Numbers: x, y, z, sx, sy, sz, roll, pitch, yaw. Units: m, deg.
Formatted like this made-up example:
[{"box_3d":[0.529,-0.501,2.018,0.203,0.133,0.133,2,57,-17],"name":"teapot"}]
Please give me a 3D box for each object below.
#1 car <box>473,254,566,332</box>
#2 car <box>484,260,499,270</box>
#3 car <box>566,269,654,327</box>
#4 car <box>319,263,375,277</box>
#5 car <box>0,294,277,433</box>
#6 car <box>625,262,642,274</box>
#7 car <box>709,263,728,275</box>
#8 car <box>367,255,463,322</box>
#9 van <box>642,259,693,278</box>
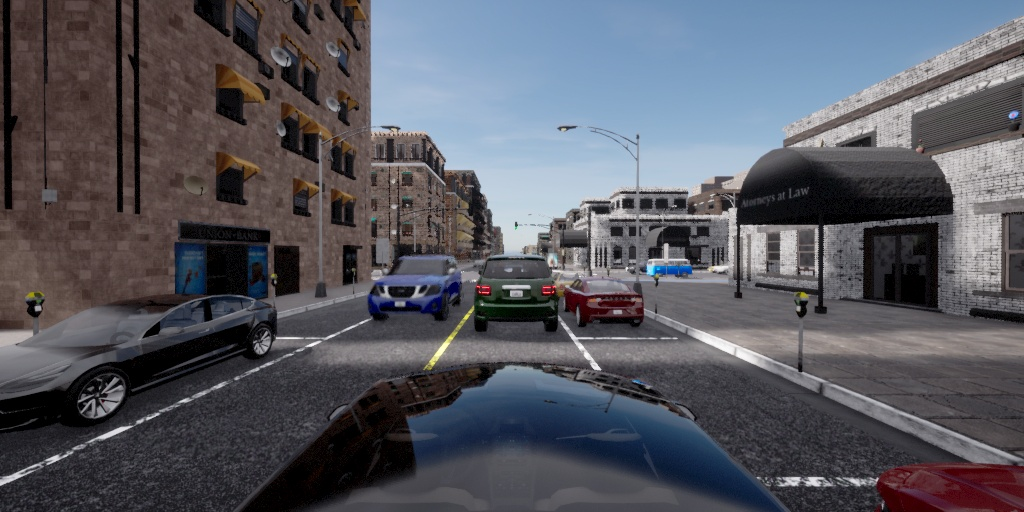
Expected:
[{"box_3d":[0.109,0.972,11.042,2.150,2.045,5.566,0,0,0],"name":"car"},{"box_3d":[-3.026,1.340,53.823,1.994,1.385,4.181,0,0,0],"name":"car"},{"box_3d":[2.702,1.295,11.369,1.888,1.381,4.507,0,0,0],"name":"car"},{"box_3d":[-16.436,1.346,35.912,4.718,1.301,1.895,0,0,0],"name":"car"},{"box_3d":[-5.686,1.315,5.689,1.948,1.339,4.313,0,0,0],"name":"car"},{"box_3d":[14.975,1.279,39.317,4.902,1.511,2.128,0,0,-2],"name":"car"},{"box_3d":[24.817,1.414,39.367,4.718,1.301,1.895,0,0,0],"name":"car"},{"box_3d":[-3.087,0.971,12.672,2.150,2.045,5.566,0,0,0],"name":"car"},{"box_3d":[14.697,1.166,33.517,3.998,1.789,1.690,0,0,0],"name":"van"}]
